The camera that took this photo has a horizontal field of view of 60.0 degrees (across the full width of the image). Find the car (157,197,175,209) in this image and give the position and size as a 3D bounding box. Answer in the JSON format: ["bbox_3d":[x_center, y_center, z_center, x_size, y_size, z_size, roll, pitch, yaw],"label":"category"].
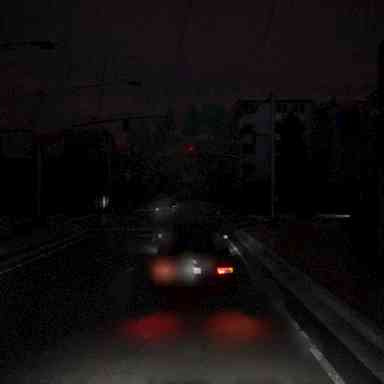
[{"bbox_3d":[-3.711,1.526,45.965,1.812,1.442,4.674,0,0,0],"label":"car"}]

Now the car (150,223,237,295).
[{"bbox_3d":[0.038,1.547,8.853,2.033,1.411,5.357,0,0,0],"label":"car"}]
